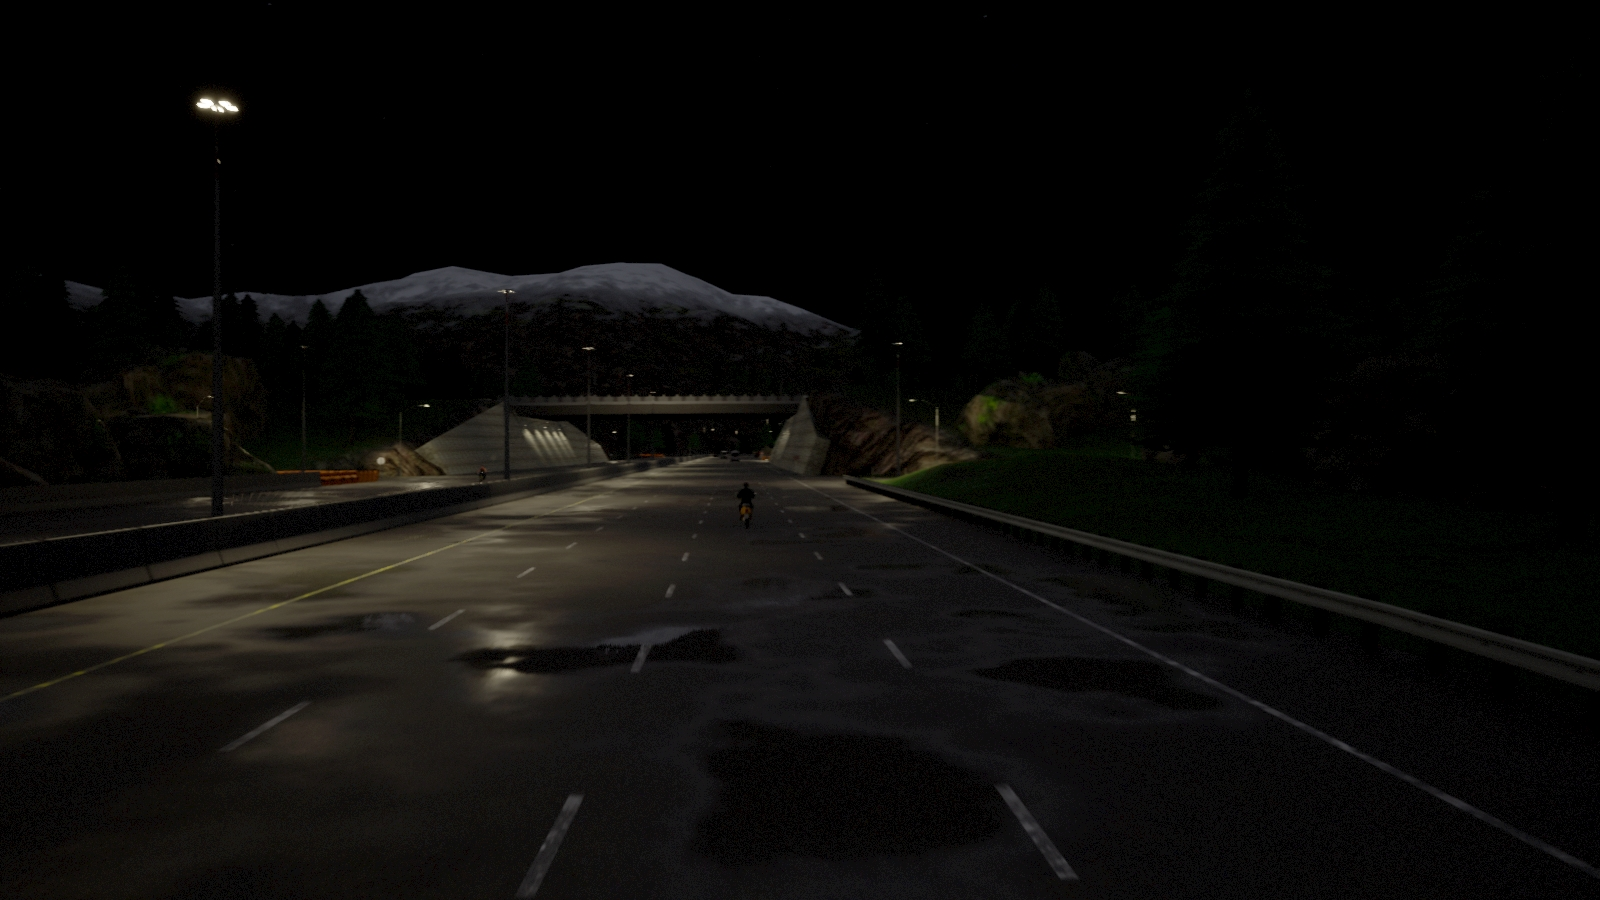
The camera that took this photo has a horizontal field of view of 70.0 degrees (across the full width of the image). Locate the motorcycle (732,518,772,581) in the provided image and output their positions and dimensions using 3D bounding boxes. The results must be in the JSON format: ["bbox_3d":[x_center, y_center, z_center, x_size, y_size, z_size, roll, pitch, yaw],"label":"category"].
[{"bbox_3d":[-1.073,2.184,25.424,0.856,1.236,1.805,0,0,-3],"label":"motorcycle"}]
